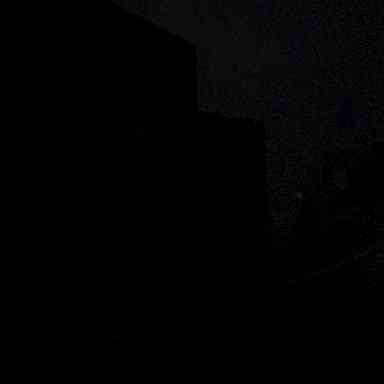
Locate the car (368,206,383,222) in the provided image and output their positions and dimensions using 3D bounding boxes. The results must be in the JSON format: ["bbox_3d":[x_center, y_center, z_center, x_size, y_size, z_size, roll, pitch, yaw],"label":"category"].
[{"bbox_3d":[19.263,2.212,33.530,1.882,1.535,5.008,-2,-3,15],"label":"car"}]
